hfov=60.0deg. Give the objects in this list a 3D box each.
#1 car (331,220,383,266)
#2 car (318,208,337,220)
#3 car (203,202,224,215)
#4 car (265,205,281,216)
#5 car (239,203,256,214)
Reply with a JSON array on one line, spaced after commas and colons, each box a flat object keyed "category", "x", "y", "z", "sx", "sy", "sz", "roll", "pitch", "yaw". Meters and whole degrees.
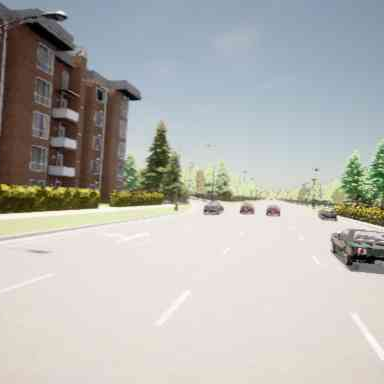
[{"category": "car", "x": 6.828, "y": 2.120, "z": 13.248, "sx": 1.895, "sy": 1.301, "sz": 4.718, "roll": 4, "pitch": 0, "yaw": 14}, {"category": "car", "x": 18.019, "y": 2.910, "z": 44.261, "sx": 2.128, "sy": 1.511, "sz": 4.902, "roll": 4, "pitch": 0, "yaw": 14}, {"category": "car", "x": 2.674, "y": 1.925, "z": 40.346, "sx": 2.033, "sy": 1.411, "sz": 5.357, "roll": 4, "pitch": 0, "yaw": 14}, {"category": "car", "x": 11.213, "y": 2.498, "z": 45.843, "sx": 1.812, "sy": 1.442, "sz": 4.674, "roll": 4, "pitch": 0, "yaw": 14}, {"category": "car", "x": 7.790, "y": 2.274, "z": 46.550, "sx": 1.812, "sy": 1.442, "sz": 4.674, "roll": 4, "pitch": 0, "yaw": 14}]
